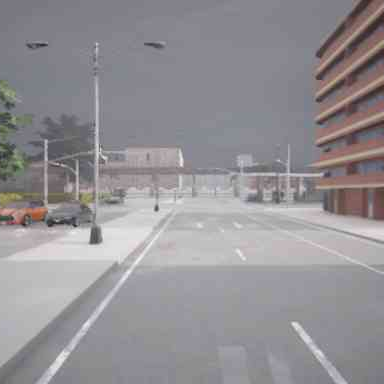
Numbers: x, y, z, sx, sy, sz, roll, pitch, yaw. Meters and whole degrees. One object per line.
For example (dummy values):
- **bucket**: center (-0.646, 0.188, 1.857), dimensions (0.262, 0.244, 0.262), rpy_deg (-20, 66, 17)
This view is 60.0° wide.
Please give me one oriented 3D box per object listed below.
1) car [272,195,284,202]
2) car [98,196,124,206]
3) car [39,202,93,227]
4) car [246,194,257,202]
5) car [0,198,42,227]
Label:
- **car**: center (18.915, 1.419, 73.569), dimensions (1.970, 1.475, 3.806), rpy_deg (0, 0, 0)
- **car**: center (-13.468, 1.481, 54.740), dimensions (2.128, 1.511, 4.902), rpy_deg (3, 2, 43)
- **car**: center (-8.100, 1.493, 22.398), dimensions (1.837, 1.490, 4.892), rpy_deg (0, 0, 0)
- **car**: center (13.171, 1.259, 72.804), dimensions (2.242, 1.667, 4.611), rpy_deg (0, 0, 0)
- **car**: center (-11.597, 1.340, 22.746), dimensions (2.097, 1.767, 4.553), rpy_deg (0, 0, 0)
